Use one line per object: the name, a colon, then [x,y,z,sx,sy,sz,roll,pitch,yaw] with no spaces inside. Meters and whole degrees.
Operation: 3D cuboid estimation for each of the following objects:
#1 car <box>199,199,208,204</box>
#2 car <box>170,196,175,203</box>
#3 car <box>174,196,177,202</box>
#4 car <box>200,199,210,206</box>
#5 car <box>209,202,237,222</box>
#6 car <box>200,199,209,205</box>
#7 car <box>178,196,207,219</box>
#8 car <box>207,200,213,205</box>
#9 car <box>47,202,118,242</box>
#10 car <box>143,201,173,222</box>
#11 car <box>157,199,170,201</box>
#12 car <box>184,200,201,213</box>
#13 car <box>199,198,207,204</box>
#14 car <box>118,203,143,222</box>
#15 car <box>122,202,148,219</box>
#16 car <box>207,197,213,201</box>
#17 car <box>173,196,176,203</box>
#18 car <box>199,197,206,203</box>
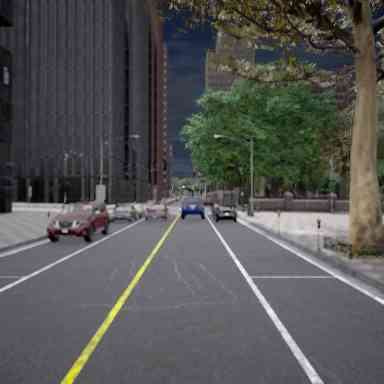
car: [2.871,2.324,82.546,2.008,1.369,4.403,0,-1,0]
car: [-5.661,2.269,77.093,2.008,1.369,4.403,0,-1,0]
car: [-5.647,2.410,88.007,1.802,1.307,4.206,0,-1,0]
car: [2.857,2.229,71.633,1.947,1.339,4.313,0,-1,0]
car: [2.800,1.820,28.545,1.947,1.339,4.313,0,-1,0]
car: [2.864,2.269,77.089,2.008,1.369,4.403,0,-1,0]
car: [0.115,1.507,32.051,2.150,2.045,5.566,0,-1,1]
car: [2.807,1.854,34.058,2.008,1.369,4.403,0,-1,0]
car: [-5.739,1.470,17.525,2.192,1.841,5.009,0,-1,0]
car: [-3.036,1.790,29.708,1.812,1.442,4.674,0,-1,0]
car: [-5.683,2.119,60.723,1.947,1.339,4.313,0,-1,0]
car: [0.113,1.924,44.976,2.128,1.511,4.902,1,0,2]
car: [2.879,2.269,88.003,1.967,1.590,4.097,0,-1,0]
car: [-5.725,1.804,28.547,2.008,1.369,4.403,0,-1,0]
car: [-5.718,1.827,33.890,1.752,1.417,4.829,0,-1,0]
car: [2.842,1.869,60.724,2.192,1.841,5.009,0,-1,0]
car: [-5.654,2.355,82.550,1.802,1.307,4.206,0,-1,0]
car: [2.886,2.324,93.460,1.967,1.590,4.097,0,-1,0]
